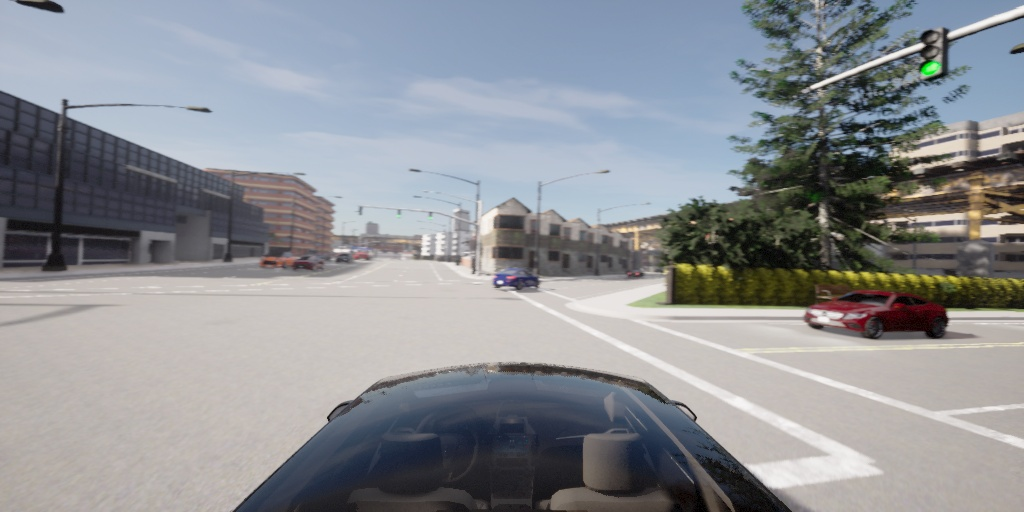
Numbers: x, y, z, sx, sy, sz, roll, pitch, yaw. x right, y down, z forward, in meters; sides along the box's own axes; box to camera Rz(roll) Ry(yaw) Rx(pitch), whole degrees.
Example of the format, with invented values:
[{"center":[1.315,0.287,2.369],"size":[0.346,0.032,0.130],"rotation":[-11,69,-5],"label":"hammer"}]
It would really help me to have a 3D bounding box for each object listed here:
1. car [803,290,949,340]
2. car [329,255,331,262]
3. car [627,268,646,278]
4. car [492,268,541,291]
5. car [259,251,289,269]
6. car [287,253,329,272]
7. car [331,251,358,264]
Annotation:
[{"center":[12.347,1.897,12.151],"size":[4.674,1.442,1.812],"rotation":[3,-1,-14],"label":"car"},{"center":[-27.772,0.265,52.200],"size":[1.895,1.301,4.718],"rotation":[3,1,-14],"label":"car"},{"center":[20.092,2.904,57.939],"size":[1.895,1.301,4.718],"rotation":[2,-1,30],"label":"car"},{"center":[0.367,1.566,24.466],"size":[1.812,1.442,4.674],"rotation":[2,-1,28],"label":"car"},{"center":[-23.920,0.362,36.799],"size":[2.097,1.767,4.553],"rotation":[3,0,-14],"label":"car"},{"center":[-19.943,0.676,35.301],"size":[1.882,1.535,5.008],"rotation":[3,0,-14],"label":"car"},{"center":[-24.029,0.361,51.624],"size":[1.837,1.490,4.892],"rotation":[3,1,-14],"label":"car"}]
